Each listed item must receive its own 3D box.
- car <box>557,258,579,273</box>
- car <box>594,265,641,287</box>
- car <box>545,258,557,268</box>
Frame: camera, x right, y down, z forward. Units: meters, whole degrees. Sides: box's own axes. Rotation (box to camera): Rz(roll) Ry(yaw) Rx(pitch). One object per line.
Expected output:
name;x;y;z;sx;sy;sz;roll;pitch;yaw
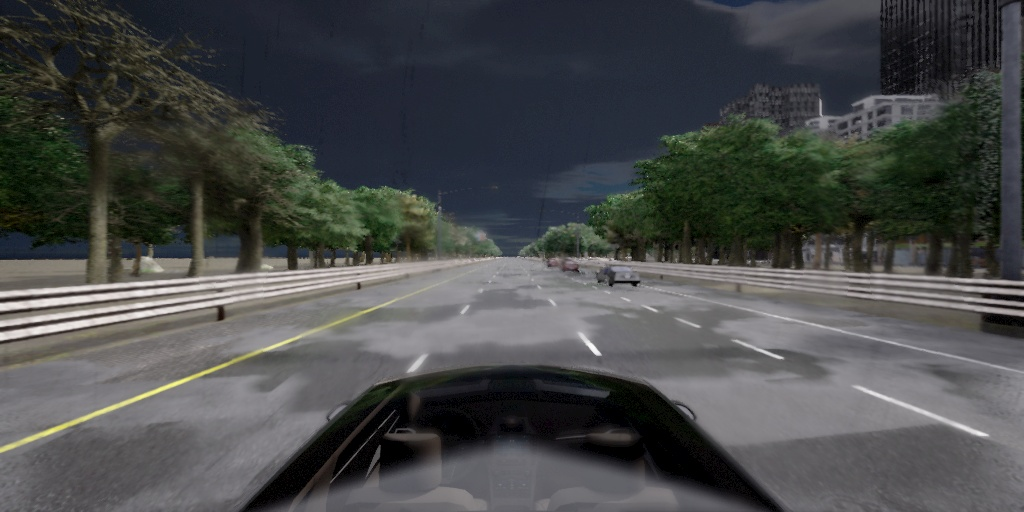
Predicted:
car;7.025;1.284;44.283;1.812;1.442;4.674;0;0;0
car;7.012;1.303;24.287;2.033;1.411;5.357;0;0;0
car;7.042;1.286;62.322;1.812;1.442;4.674;0;0;0
